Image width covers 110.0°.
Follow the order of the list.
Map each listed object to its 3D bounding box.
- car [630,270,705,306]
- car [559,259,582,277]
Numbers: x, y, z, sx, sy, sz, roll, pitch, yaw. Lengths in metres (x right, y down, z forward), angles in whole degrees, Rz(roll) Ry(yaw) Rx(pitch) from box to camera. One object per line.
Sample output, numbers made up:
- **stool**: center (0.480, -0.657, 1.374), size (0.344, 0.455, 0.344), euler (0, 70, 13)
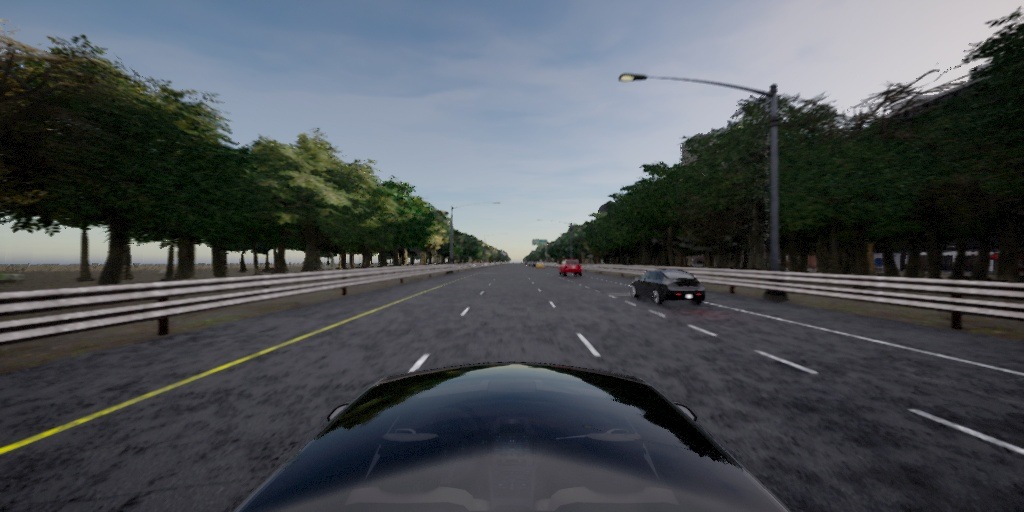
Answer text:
- **car**: center (7.003, 1.367, 16.600), size (1.837, 1.490, 4.892), euler (0, -1, 0)
- **car**: center (7.070, 1.435, 43.761), size (2.150, 2.045, 5.566), euler (0, -1, 0)
